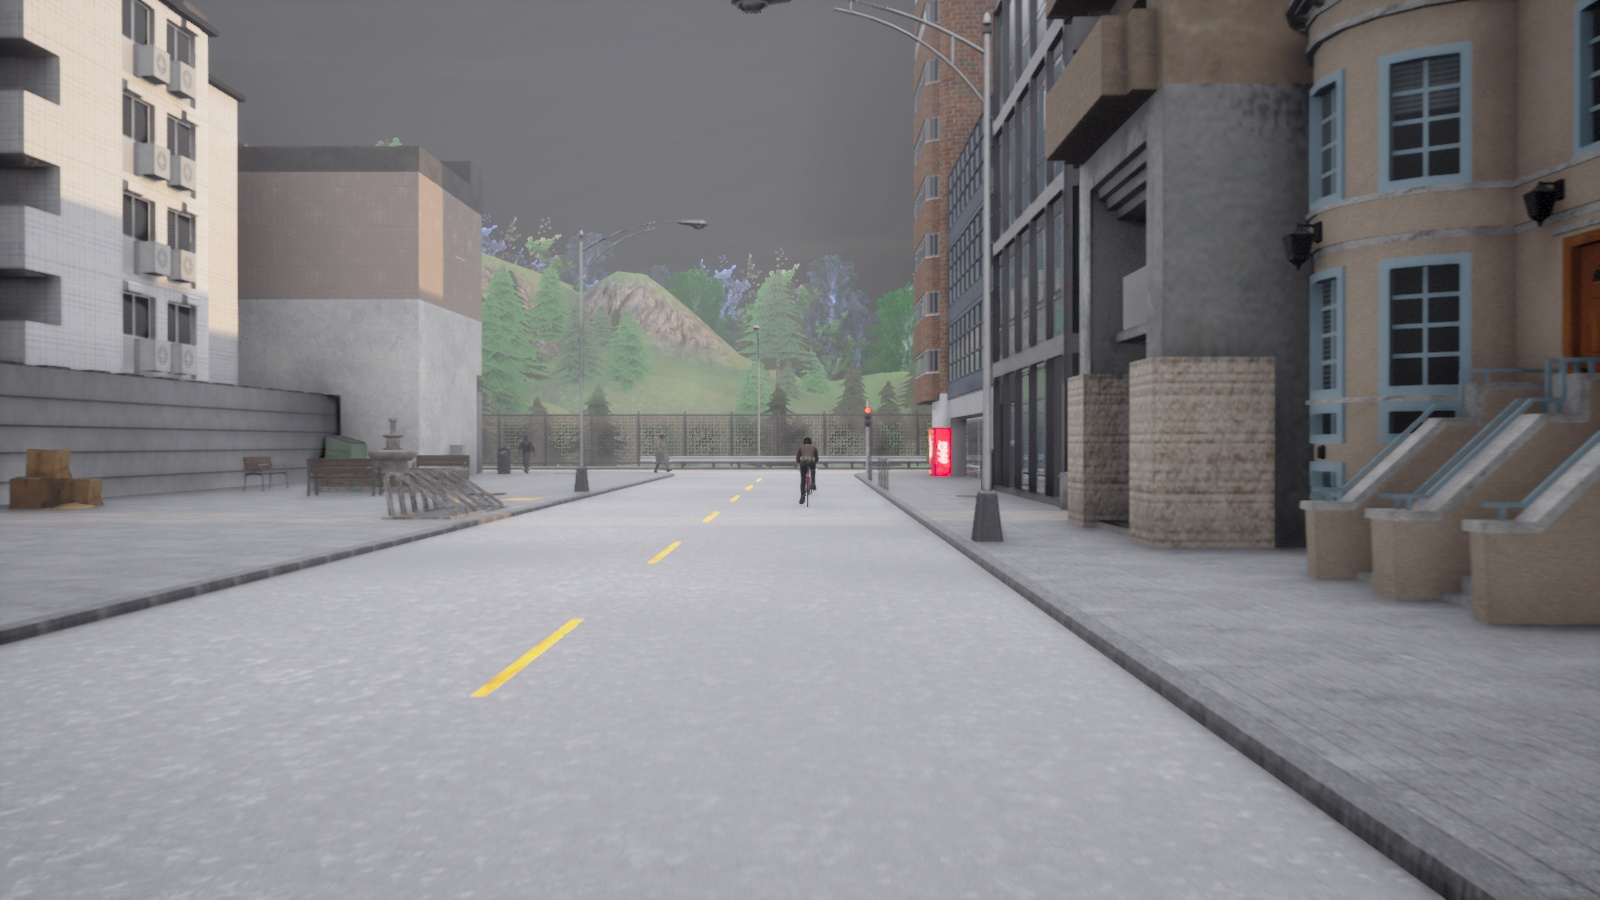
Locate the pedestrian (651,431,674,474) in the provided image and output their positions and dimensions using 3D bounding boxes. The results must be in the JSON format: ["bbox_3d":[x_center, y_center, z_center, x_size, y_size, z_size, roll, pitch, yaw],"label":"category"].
[{"bbox_3d":[-6.353,0.123,58.089,0.873,1.952,0.659,0,0,38],"label":"pedestrian"}]

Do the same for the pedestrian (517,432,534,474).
[{"bbox_3d":[-12.357,0.137,56.576,0.563,1.883,0.849,0,0,0],"label":"pedestrian"}]
